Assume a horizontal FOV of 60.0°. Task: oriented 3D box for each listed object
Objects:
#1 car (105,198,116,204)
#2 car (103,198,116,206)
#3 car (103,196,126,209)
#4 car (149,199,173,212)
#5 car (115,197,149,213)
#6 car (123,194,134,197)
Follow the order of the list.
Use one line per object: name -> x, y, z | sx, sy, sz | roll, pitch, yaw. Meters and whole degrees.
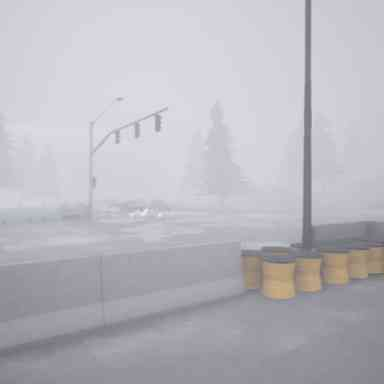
car -> -16.824, 1.844, 68.897 | 1.895, 1.301, 4.718 | 0, 0, -11
car -> -14.710, 1.812, 59.023 | 1.895, 1.301, 4.718 | 1, 0, -17
car -> -11.647, 1.732, 49.934 | 2.033, 1.411, 5.357 | 1, 0, -22
car -> -4.147, 1.704, 42.179 | 1.837, 1.490, 4.892 | 1, 0, -28
car -> -7.443, 1.714, 40.841 | 2.033, 1.411, 5.357 | 1, 0, -28
car -> -11.334, 1.463, 59.861 | 2.150, 2.045, 5.566 | 1, 0, -18
